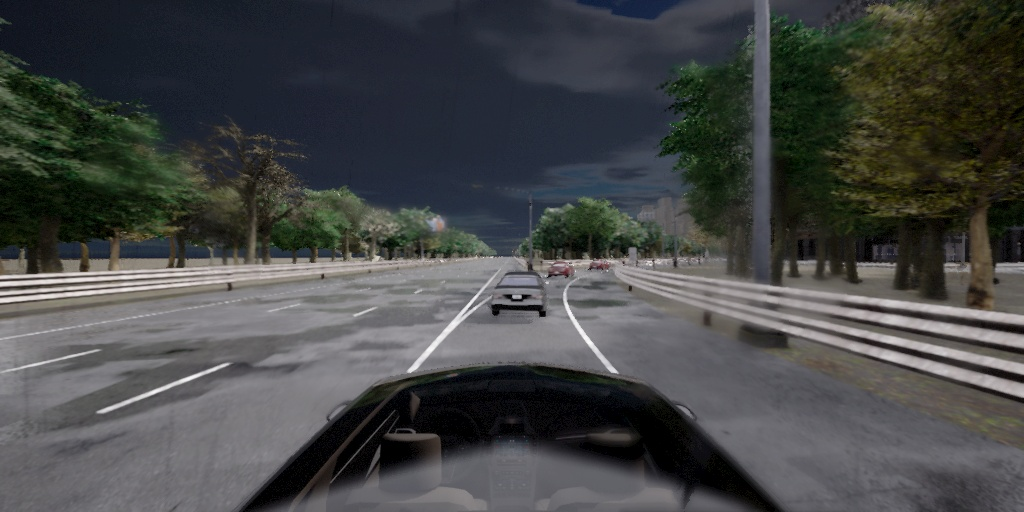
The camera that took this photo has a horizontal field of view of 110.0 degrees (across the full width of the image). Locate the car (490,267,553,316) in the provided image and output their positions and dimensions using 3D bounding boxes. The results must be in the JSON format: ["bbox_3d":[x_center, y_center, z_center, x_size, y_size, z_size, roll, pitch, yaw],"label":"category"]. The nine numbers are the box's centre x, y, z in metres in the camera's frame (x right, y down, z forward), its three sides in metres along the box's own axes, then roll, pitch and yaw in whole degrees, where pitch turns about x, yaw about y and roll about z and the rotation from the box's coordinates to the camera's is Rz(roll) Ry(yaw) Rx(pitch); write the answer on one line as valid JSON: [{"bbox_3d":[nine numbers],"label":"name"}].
[{"bbox_3d":[0.389,1.292,13.453,2.033,1.411,5.357,0,0,5],"label":"car"}]

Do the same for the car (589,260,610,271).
[{"bbox_3d":[12.061,1.240,49.313,1.812,1.442,4.674,0,0,31],"label":"car"}]

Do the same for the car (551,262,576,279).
[{"bbox_3d":[4.547,1.261,32.952,1.812,1.442,4.674,0,0,18],"label":"car"}]
